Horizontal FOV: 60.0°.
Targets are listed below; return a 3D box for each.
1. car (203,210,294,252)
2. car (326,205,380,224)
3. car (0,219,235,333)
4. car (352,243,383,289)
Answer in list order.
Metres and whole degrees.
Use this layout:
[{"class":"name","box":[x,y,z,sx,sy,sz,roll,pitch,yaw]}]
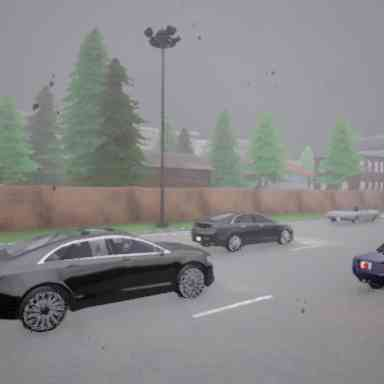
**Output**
[{"class":"car","box":[2.241,1.539,13.998,4.892,1.490,1.837,0,0,-35]},{"class":"car","box":[12.464,1.688,25.527,4.718,1.301,1.895,0,0,-36]},{"class":"car","box":[-1.720,1.501,6.829,4.902,1.511,2.128,0,0,-35]},{"class":"car","box":[5.949,1.634,7.991,4.718,1.301,1.895,0,0,-35]}]
